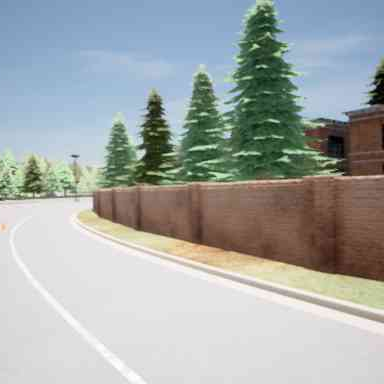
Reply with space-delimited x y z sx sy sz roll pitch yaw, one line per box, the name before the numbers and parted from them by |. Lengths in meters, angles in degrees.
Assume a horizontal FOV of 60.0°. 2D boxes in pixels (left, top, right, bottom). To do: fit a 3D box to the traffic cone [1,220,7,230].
traffic cone | -12.102 2.124 21.463 0.340 0.580 0.340 -1 0 -30
